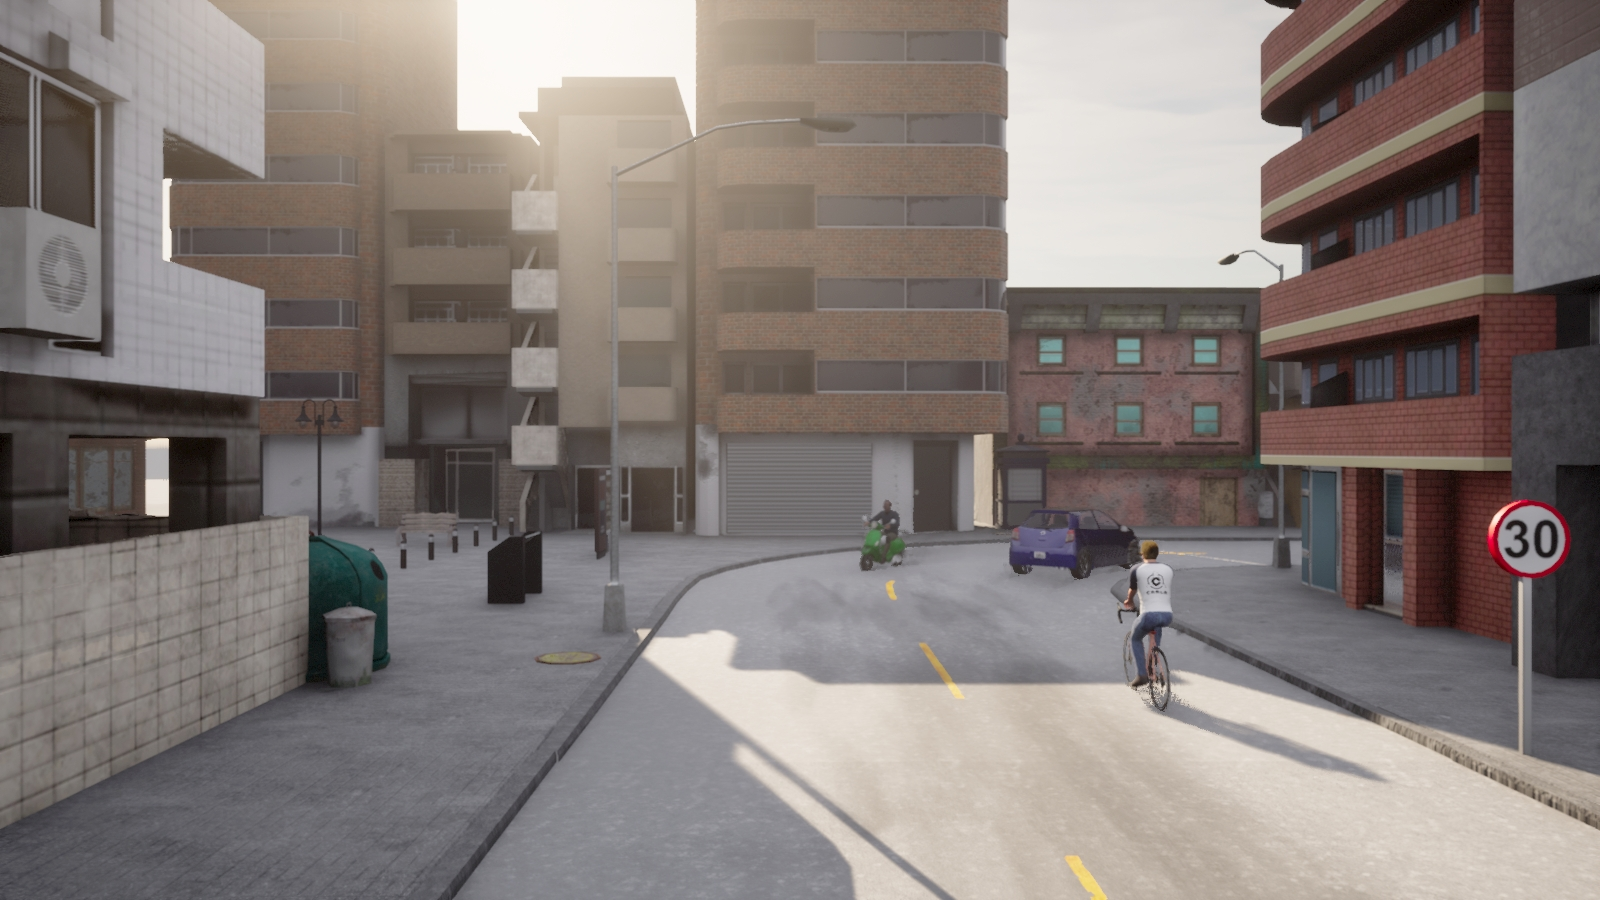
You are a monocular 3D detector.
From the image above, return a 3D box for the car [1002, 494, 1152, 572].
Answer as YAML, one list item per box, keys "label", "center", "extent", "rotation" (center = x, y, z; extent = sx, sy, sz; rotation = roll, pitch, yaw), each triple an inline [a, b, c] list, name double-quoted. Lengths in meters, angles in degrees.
- label: "car"
  center: [6.330, 1.803, 25.888]
  extent: [1.845, 1.501, 3.633]
  rotation: [-1, -1, 41]

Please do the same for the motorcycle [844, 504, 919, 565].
- label: "motorcycle"
  center: [1.918, 1.949, 26.668]
  extent: [0.856, 1.236, 1.805]
  rotation: [3, 2, 36]

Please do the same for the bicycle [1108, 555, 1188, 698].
- label: "bicycle"
  center: [3.863, 1.926, 12.787]
  extent: [0.373, 1.296, 1.643]
  rotation: [0, 2, 0]
